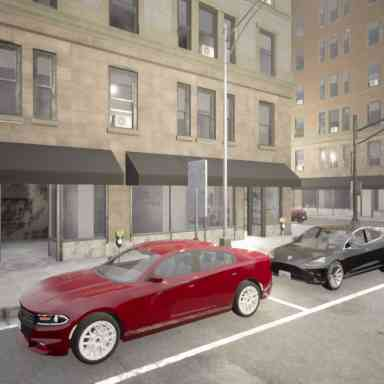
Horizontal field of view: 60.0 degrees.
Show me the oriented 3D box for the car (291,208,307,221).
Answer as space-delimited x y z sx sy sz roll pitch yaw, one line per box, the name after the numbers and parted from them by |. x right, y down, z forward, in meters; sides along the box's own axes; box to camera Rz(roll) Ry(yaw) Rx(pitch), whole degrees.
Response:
6.490 1.546 25.745 1.882 1.535 5.008 0 0 -36 | car

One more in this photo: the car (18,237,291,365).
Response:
-0.527 1.545 5.829 4.507 1.381 1.887 0 0 -36 | car

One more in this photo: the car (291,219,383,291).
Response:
3.930 1.566 9.069 4.313 1.339 1.947 0 0 -36 | car
